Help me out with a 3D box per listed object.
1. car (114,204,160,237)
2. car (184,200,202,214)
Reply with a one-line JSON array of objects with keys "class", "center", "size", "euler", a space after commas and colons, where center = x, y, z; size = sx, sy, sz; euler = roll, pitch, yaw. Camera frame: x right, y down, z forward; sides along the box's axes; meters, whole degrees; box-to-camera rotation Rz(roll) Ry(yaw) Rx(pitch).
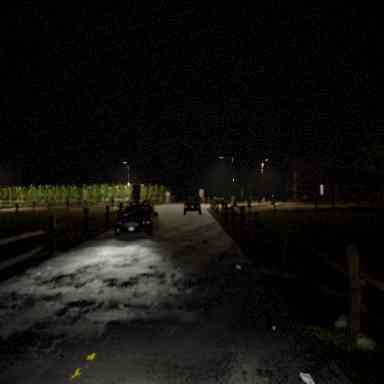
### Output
[{"class": "car", "center": [-2.781, 1.425, 17.720], "size": [2.128, 1.511, 4.902], "euler": [0, 0, 0]}, {"class": "car", "center": [0.062, 1.507, 34.928], "size": [2.033, 1.411, 5.357], "euler": [0, 0, 1]}]
